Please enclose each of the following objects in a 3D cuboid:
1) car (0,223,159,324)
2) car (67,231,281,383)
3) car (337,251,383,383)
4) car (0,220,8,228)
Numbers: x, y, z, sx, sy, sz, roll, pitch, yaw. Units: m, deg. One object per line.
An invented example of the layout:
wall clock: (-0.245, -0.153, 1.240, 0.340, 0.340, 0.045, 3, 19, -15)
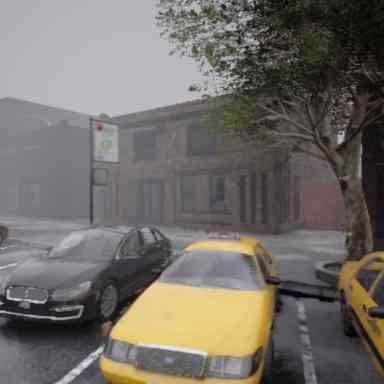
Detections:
car: (-1.912, 1.500, 7.465, 2.231, 1.521, 4.892, 0, -1, 16)
car: (0.476, 1.487, 5.535, 1.946, 1.575, 5.366, 0, -1, 16)
car: (2.919, 1.480, 3.791, 1.946, 1.575, 5.366, 0, -1, 16)
car: (-9.230, 1.560, 12.704, 2.002, 1.452, 4.674, 0, -1, 16)
